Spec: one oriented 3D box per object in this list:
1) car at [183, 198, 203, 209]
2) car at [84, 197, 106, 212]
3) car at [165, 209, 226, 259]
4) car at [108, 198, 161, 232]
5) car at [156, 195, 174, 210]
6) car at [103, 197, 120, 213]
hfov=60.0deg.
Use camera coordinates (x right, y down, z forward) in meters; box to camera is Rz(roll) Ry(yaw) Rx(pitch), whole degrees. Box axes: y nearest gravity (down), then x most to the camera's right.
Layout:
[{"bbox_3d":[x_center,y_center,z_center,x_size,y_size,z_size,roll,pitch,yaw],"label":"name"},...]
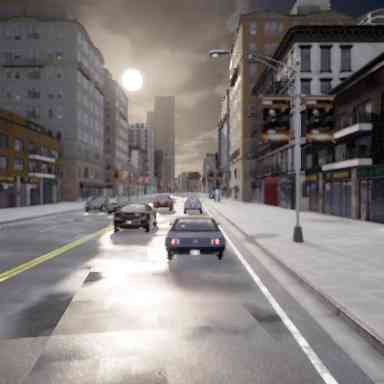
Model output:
[{"bbox_3d":[0.102,1.330,33.973,2.033,1.411,5.357,0,0,0],"label":"car"},{"bbox_3d":[-9.761,1.285,34.879,1.837,1.490,4.892,0,0,0],"label":"car"},{"bbox_3d":[0.101,1.522,12.267,1.895,1.301,4.718,0,0,0],"label":"car"},{"bbox_3d":[-3.150,1.355,19.161,1.882,1.535,5.008,0,0,0],"label":"car"},{"bbox_3d":[-3.149,1.113,37.456,2.097,1.767,4.553,0,0,0],"label":"car"},{"bbox_3d":[-6.549,1.366,31.202,1.994,1.385,4.181,0,0,1],"label":"car"}]
